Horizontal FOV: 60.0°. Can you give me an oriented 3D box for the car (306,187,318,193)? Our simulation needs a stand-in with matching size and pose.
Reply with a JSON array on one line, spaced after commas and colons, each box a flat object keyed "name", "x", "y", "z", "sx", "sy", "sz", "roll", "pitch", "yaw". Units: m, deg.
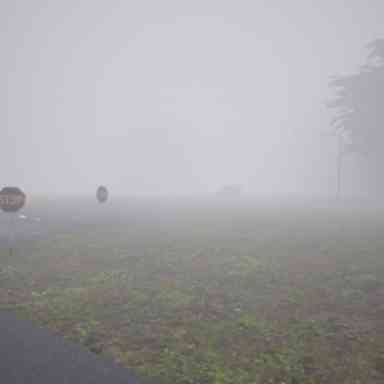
[{"name": "car", "x": 30.172, "y": -0.479, "z": 83.532, "sx": 2.128, "sy": 1.511, "sz": 4.902, "roll": 3, "pitch": 3, "yaw": 36}]

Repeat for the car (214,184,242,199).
[{"name": "car", "x": 5.448, "y": -0.053, "z": 49.322, "sx": 2.150, "sy": 2.045, "sz": 5.566, "roll": 3, "pitch": 4, "yaw": 36}]
